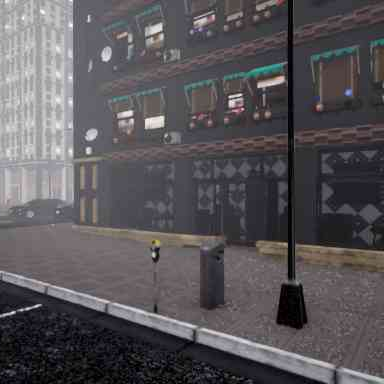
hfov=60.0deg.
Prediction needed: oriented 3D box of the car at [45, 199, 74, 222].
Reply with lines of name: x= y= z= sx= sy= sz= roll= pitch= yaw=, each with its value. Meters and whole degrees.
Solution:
car: x=-7.336 y=1.279 z=22.805 sx=1.947 sy=1.339 sz=4.313 roll=1 pitch=1 yaw=35

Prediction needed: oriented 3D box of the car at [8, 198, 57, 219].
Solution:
car: x=-11.901 y=1.239 z=26.400 sx=1.837 sy=1.490 sz=4.892 roll=0 pitch=1 yaw=35
